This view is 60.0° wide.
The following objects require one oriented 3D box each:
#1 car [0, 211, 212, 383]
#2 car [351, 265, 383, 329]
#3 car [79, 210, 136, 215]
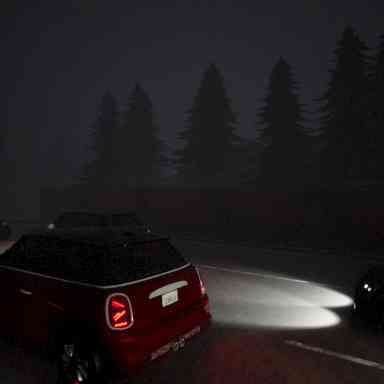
[{"bbox_3d":[-2.006,1.352,5.415,4.553,1.767,2.097,0,0,35],"label":"car"},{"bbox_3d":[4.709,1.564,4.929,4.181,1.385,1.994,0,0,36],"label":"car"},{"bbox_3d":[-3.426,1.352,10.728,4.553,1.767,2.097,0,0,35],"label":"car"}]
